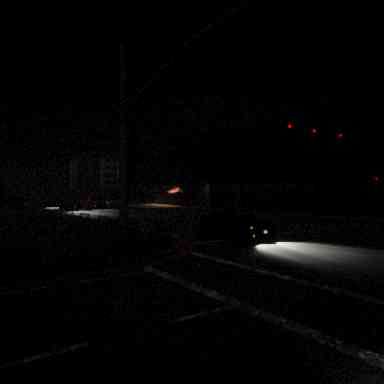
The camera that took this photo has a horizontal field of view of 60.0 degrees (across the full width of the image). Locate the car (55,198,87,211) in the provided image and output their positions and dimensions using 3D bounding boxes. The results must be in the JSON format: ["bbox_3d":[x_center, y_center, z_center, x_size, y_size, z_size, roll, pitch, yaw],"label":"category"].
[{"bbox_3d":[-15.275,1.506,41.766,2.128,1.511,4.902,0,0,-34],"label":"car"}]

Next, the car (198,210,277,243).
[{"bbox_3d":[2.099,1.578,16.303,1.994,1.385,4.181,0,0,-35],"label":"car"}]

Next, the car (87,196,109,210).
[{"bbox_3d":[-12.631,1.371,44.111,2.097,1.767,4.553,0,0,-34],"label":"car"}]

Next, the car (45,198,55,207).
[{"bbox_3d":[-21.096,1.579,50.637,1.994,1.385,4.181,0,0,-34],"label":"car"}]
